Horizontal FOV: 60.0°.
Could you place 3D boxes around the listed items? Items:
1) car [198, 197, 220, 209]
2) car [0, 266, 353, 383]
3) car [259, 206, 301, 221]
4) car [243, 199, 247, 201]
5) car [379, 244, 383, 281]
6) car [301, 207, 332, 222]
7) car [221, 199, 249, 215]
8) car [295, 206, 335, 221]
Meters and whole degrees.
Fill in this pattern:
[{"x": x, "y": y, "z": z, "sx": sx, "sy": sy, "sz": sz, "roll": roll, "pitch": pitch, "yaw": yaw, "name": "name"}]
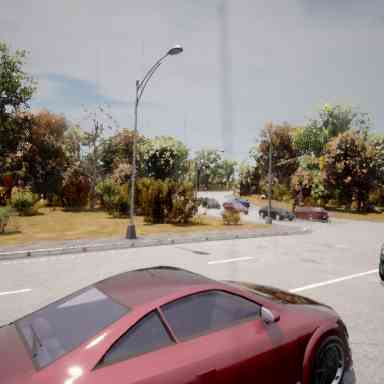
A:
[{"x": 3.135, "y": 1.750, "z": 54.926, "sx": 2.097, "sy": 1.767, "sz": 4.553, "roll": 3, "pitch": 1, "yaw": -14, "name": "car"}, {"x": -0.075, "y": 1.571, "z": 3.696, "sx": 4.181, "sy": 1.385, "sz": 1.994, "roll": 0, "pitch": 0, "yaw": -36, "name": "car"}, {"x": 9.309, "y": 2.295, "z": 36.708, "sx": 1.837, "sy": 1.490, "sz": 4.892, "roll": 3, "pitch": -1, "yaw": -23, "name": "car"}, {"x": 8.980, "y": 1.974, "z": 61.370, "sx": 1.882, "sy": 1.535, "sz": 5.008, "roll": 2, "pitch": 2, "yaw": -12, "name": "car"}, {"x": 6.942, "y": 1.485, "z": 8.756, "sx": 4.553, "sy": 1.767, "sz": 2.097, "roll": 2, "pitch": -1, "yaw": -36, "name": "car"}, {"x": 13.022, "y": 2.439, "z": 37.423, "sx": 1.882, "sy": 1.535, "sz": 5.008, "roll": 3, "pitch": -1, "yaw": -24, "name": "car"}, {"x": 5.960, "y": 2.203, "z": 45.364, "sx": 1.812, "sy": 1.442, "sz": 4.674, "roll": 3, "pitch": 0, "yaw": -19, "name": "car"}, {"x": 15.150, "y": 2.626, "z": 41.245, "sx": 1.812, "sy": 1.442, "sz": 4.674, "roll": 3, "pitch": 0, "yaw": -23, "name": "car"}]
